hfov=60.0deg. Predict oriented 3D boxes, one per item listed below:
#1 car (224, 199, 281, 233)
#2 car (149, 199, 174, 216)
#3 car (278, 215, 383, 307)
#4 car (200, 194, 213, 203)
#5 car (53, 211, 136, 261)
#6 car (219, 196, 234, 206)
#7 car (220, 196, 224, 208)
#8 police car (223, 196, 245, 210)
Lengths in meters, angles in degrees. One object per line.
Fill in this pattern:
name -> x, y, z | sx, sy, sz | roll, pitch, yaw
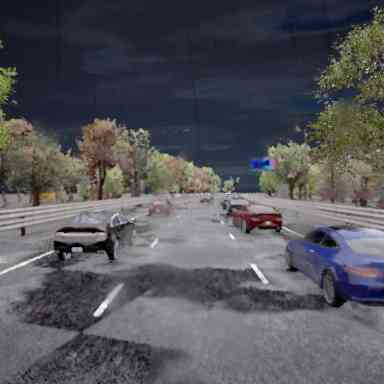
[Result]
car -> 3.521, 1.394, 19.226 | 1.882, 1.535, 5.008 | 0, 0, -7
car -> -2.744, 1.397, 30.194 | 1.812, 1.442, 4.674 | 0, 0, 2
car -> 3.550, 1.491, 7.723 | 1.812, 1.442, 4.674 | 0, 0, 1
car -> 2.476, 1.371, 61.482 | 1.895, 1.301, 4.718 | 0, 0, 5
car -> -3.267, 1.435, 12.003 | 2.128, 1.511, 4.902 | 0, 0, 1
car -> 5.281, 1.351, 51.194 | 2.033, 1.411, 5.357 | 0, 0, 4
car -> 4.620, 1.333, 40.336 | 2.128, 1.511, 4.902 | 0, 0, 3
police car -> 4.116, 1.303, 29.580 | 1.930, 1.638, 5.238 | 0, 0, 2
